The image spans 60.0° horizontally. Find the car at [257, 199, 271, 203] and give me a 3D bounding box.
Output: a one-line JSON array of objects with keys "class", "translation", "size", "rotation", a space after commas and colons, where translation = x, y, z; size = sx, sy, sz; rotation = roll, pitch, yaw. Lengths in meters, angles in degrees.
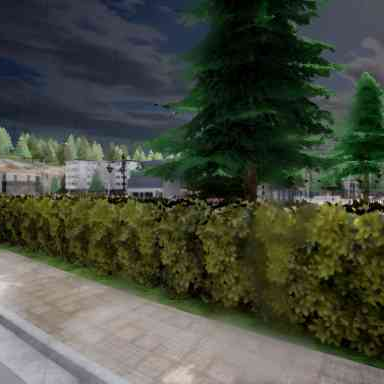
[{"class": "car", "translation": [9.635, 1.352, 44.226], "size": [2.097, 1.767, 4.553], "rotation": [0, 0, 43]}]

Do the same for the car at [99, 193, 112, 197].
[{"class": "car", "translation": [-16.694, 1.097, 68.980], "size": [1.932, 1.855, 4.605], "rotation": [0, 0, 43]}]

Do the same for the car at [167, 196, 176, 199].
[{"class": "car", "translation": [-3.306, 1.374, 56.091], "size": [1.845, 1.501, 3.633], "rotation": [0, 0, 43]}]

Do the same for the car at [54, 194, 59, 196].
[{"class": "car", "translation": [-33.247, 1.232, 83.668], "size": [1.970, 1.475, 3.806], "rotation": [0, 0, 43]}]

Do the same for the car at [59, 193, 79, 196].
[{"class": "car", "translation": [-28.369, 1.153, 79.486], "size": [2.152, 1.636, 5.027], "rotation": [0, 0, 43]}]

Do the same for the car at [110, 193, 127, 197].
[{"class": "car", "translation": [-10.575, 1.384, 52.759], "size": [1.970, 1.475, 3.806], "rotation": [0, 0, 43]}]
